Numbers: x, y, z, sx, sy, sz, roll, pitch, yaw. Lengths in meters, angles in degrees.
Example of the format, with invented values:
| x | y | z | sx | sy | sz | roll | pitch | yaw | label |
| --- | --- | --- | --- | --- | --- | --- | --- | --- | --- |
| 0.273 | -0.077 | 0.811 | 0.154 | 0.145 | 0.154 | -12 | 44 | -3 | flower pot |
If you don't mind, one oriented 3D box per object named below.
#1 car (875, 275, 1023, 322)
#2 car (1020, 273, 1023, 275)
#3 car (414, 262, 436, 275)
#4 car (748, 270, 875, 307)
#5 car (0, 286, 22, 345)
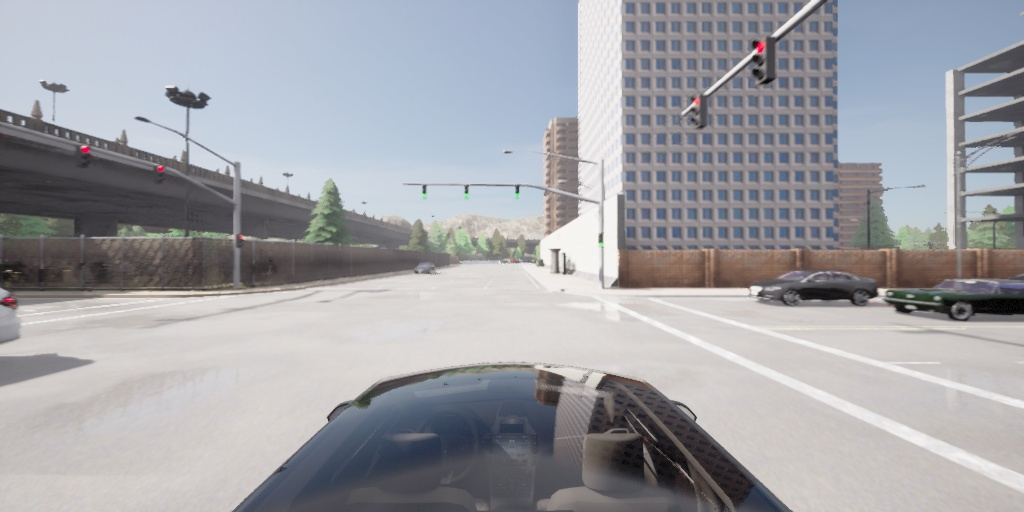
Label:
| x | y | z | sx | sy | sz | roll | pitch | yaw | label |
| --- | --- | --- | --- | --- | --- | --- | --- | --- | --- |
| 15.811 | 1.442 | 12.261 | 4.718 | 1.301 | 1.895 | 0 | 0 | 0 | car |
| 23.639 | 1.388 | 15.762 | 4.674 | 1.442 | 1.812 | 0 | 0 | 0 | car |
| -10.501 | 1.546 | 43.549 | 2.128 | 1.511 | 4.902 | 0 | 0 | 0 | car |
| 13.090 | 1.356 | 15.757 | 4.902 | 1.511 | 2.128 | 0 | 0 | 0 | car |
| -10.497 | 1.063 | 4.471 | 2.150 | 2.045 | 5.566 | 0 | 0 | 0 | car |
